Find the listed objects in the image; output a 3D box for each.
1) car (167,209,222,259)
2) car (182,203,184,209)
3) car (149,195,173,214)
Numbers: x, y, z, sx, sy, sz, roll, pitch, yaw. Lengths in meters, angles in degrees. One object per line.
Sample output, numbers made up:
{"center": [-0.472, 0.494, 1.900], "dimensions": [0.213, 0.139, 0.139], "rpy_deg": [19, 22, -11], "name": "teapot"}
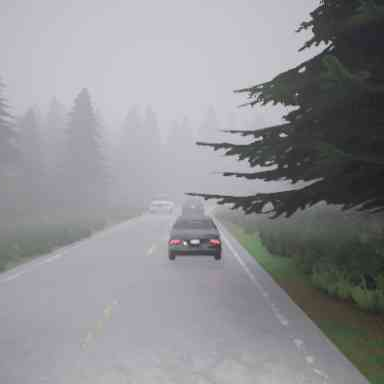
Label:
{"center": [0.099, 1.579, 12.696], "dimensions": [2.033, 1.411, 5.357], "rpy_deg": [0, 0, 0], "name": "car"}
{"center": [0.104, 1.432, 32.378], "dimensions": [2.097, 1.767, 4.553], "rpy_deg": [0, 0, 0], "name": "car"}
{"center": [-3.265, 1.310, 36.265], "dimensions": [2.150, 2.045, 5.566], "rpy_deg": [0, 0, 0], "name": "car"}
